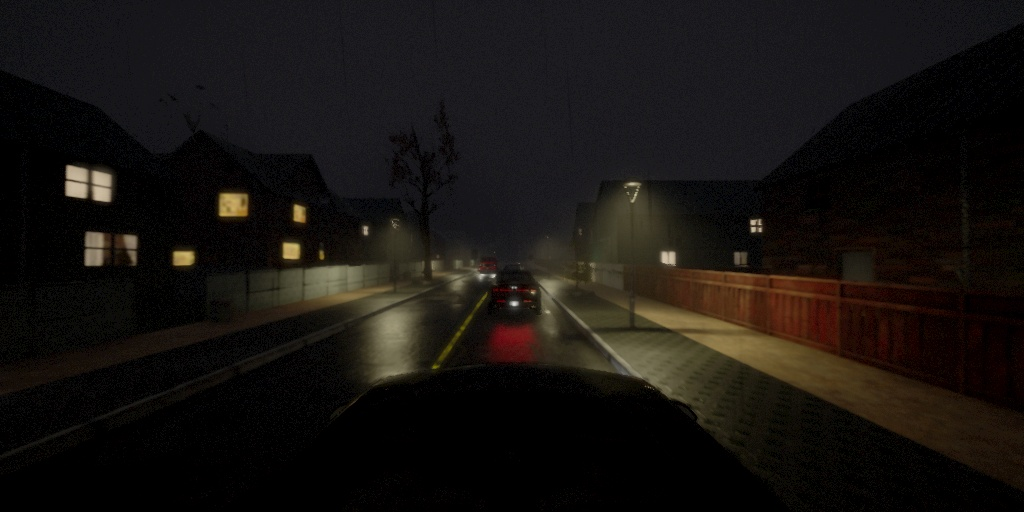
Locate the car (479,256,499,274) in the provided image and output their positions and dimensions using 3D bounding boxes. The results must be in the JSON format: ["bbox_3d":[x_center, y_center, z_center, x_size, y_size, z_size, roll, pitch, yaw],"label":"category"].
[{"bbox_3d":[-2.838,1.060,44.204,2.150,2.045,5.566,0,0,0],"label":"car"}]

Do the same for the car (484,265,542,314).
[{"bbox_3d":[0.084,1.273,13.826,1.837,1.490,4.892,0,0,0],"label":"car"}]
